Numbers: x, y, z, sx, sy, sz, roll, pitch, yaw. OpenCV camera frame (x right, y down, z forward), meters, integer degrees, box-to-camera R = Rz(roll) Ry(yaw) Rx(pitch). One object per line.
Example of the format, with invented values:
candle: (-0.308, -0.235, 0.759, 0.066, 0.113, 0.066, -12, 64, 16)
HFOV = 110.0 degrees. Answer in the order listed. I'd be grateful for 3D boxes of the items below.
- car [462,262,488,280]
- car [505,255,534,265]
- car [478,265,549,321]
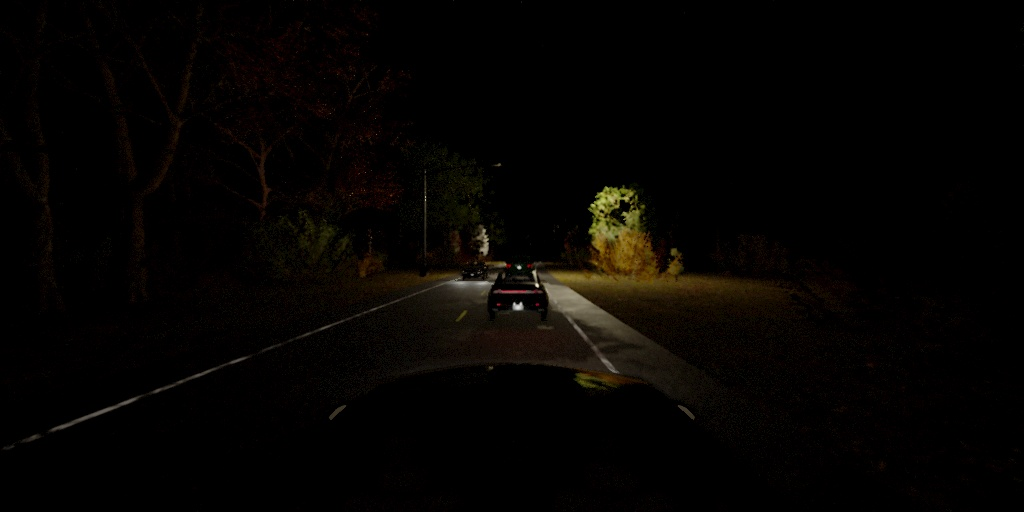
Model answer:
car: (-3.022, 1.237, 30.485, 1.837, 1.490, 4.892, 0, 0, 2)
car: (0.624, 0.960, 29.290, 2.150, 2.045, 5.566, 0, 0, 2)
car: (0.208, 1.239, 12.554, 2.128, 1.511, 4.902, 0, 0, 1)
